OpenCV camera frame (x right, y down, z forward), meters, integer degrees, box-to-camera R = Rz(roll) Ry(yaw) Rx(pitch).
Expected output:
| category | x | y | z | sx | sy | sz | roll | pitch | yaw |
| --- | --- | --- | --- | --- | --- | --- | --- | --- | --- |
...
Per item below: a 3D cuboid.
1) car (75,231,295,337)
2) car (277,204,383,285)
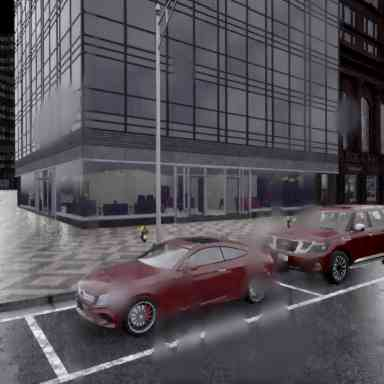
| category | x | y | z | sx | sy | sz | roll | pitch | yaw |
| --- | --- | --- | --- | --- | --- | --- | --- | --- | --- |
| car | -0.099 | 1.582 | 6.575 | 4.206 | 1.307 | 1.802 | 0 | 0 | -35 |
| car | 4.322 | 1.315 | 9.721 | 5.009 | 1.841 | 2.192 | 0 | 0 | -35 |
